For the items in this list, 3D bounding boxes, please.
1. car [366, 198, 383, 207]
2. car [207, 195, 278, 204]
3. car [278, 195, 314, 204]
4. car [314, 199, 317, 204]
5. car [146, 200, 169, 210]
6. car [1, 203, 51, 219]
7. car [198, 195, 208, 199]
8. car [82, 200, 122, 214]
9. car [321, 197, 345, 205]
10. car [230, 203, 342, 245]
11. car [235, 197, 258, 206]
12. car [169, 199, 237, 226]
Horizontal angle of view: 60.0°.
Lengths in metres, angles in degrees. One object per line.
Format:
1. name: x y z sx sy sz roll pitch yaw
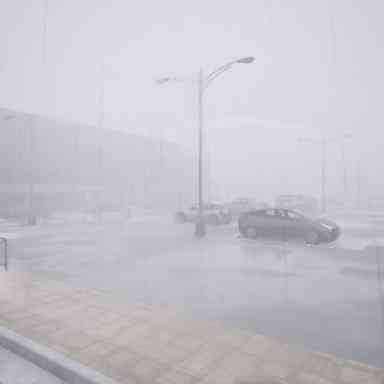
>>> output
1. car: 28.055 1.576 49.322 3.806 1.475 1.970 0 0 35
2. car: 4.167 1.345 27.866 5.027 1.636 2.152 0 0 35
3. car: 11.544 1.269 38.320 3.866 1.878 1.905 0 0 35
4. car: 12.883 1.289 40.931 4.605 1.855 1.932 0 0 35
5. car: -4.523 1.740 46.326 1.994 1.385 4.181 0 0 36
6. car: -15.376 1.740 30.987 1.994 1.385 4.181 0 0 35
7. car: 2.990 1.400 50.568 2.150 2.045 5.566 0 0 35
8. car: -10.302 1.681 38.172 1.837 1.490 4.892 0 0 35
9. car: 23.710 1.565 56.035 3.633 1.501 1.845 0 0 35
10. car: 4.378 1.490 15.379 4.514 1.523 2.007 0 0 35
11. car: 10.013 1.668 60.538 2.128 1.511 4.902 0 0 35
12. car: 0.731 1.424 22.436 3.806 1.475 1.970 0 0 35
